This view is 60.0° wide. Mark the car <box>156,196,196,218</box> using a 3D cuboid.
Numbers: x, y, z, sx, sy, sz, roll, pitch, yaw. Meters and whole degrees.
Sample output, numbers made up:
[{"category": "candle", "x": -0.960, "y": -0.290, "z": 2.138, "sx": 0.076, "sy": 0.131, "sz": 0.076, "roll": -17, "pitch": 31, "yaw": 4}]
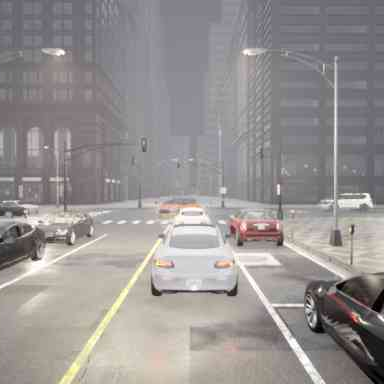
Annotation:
[{"category": "car", "x": -1.189, "y": 1.374, "z": 29.993, "sx": 2.097, "sy": 1.767, "sz": 4.553, "roll": 0, "pitch": 0, "yaw": 33}]

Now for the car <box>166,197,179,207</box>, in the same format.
[{"category": "car", "x": -3.025, "y": 1.538, "z": 51.449, "sx": 1.812, "sy": 1.442, "sz": 4.674, "roll": 0, "pitch": 0, "yaw": 0}]

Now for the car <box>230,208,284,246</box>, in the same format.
[{"category": "car", "x": 2.766, "y": 1.439, "z": 15.159, "sx": 1.967, "sy": 1.590, "sz": 4.097, "roll": 0, "pitch": 0, "yaw": 0}]

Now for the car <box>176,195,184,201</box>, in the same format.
[{"category": "car", "x": -3.069, "y": 1.598, "z": 84.947, "sx": 1.994, "sy": 1.385, "sz": 4.181, "roll": 0, "pitch": 0, "yaw": 0}]

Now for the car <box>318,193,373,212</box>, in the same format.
[{"category": "car", "x": 16.926, "y": 1.169, "z": 36.766, "sx": 5.566, "sy": 2.045, "sz": 2.150, "roll": 0, "pitch": 0, "yaw": 0}]

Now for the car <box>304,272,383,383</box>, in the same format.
[{"category": "car", "x": 2.763, "y": 1.565, "z": 3.886, "sx": 1.947, "sy": 1.339, "sz": 4.313, "roll": 0, "pitch": 0, "yaw": 0}]

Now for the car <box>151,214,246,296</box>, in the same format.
[{"category": "car", "x": 0.066, "y": 1.525, "z": 8.495, "sx": 1.812, "sy": 1.442, "sz": 4.674, "roll": 0, "pitch": 0, "yaw": 1}]

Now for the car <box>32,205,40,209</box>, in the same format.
[{"category": "car", "x": -17.632, "y": 1.576, "z": 33.250, "sx": 4.674, "sy": 1.442, "sz": 1.812, "roll": 0, "pitch": 0, "yaw": 3}]

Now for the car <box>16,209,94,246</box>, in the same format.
[{"category": "car", "x": -5.759, "y": 1.550, "z": 15.160, "sx": 2.008, "sy": 1.369, "sz": 4.403, "roll": 0, "pitch": 0, "yaw": 0}]

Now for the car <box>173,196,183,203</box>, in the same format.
[{"category": "car", "x": -3.016, "y": 1.627, "z": 70.831, "sx": 1.895, "sy": 1.301, "sz": 4.718, "roll": 0, "pitch": 0, "yaw": 0}]

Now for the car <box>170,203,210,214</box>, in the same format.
[{"category": "car", "x": 0.008, "y": 1.525, "z": 17.597, "sx": 1.812, "sy": 1.442, "sz": 4.674, "roll": 0, "pitch": 0, "yaw": 0}]

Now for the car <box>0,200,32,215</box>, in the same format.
[{"category": "car", "x": -17.625, "y": 1.544, "z": 29.997, "sx": 5.008, "sy": 1.535, "sz": 1.882, "roll": 0, "pitch": 0, "yaw": -1}]

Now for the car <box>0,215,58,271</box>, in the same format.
[{"category": "car", "x": -5.760, "y": 1.565, "z": 9.523, "sx": 1.947, "sy": 1.339, "sz": 4.313, "roll": 0, "pitch": 0, "yaw": 0}]

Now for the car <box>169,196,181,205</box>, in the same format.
[{"category": "car", "x": -3.046, "y": 1.524, "z": 60.633, "sx": 1.837, "sy": 1.490, "sz": 4.892, "roll": 0, "pitch": 0, "yaw": 0}]
